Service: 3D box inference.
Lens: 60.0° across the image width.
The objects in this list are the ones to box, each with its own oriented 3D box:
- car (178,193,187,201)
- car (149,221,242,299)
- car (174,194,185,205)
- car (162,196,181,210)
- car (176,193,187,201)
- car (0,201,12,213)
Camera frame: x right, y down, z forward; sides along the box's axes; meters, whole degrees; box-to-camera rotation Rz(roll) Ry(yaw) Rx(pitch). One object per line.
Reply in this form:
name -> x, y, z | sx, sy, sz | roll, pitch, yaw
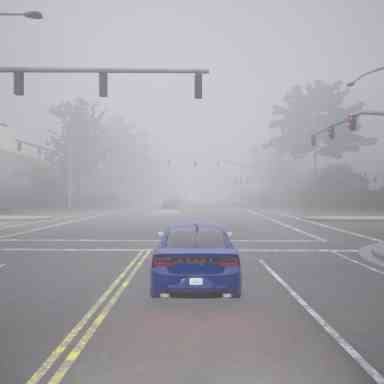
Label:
car -> -2.397, 1.225, 85.549 | 2.150, 2.045, 5.566 | 0, 0, 0
car -> 0.086, 1.478, 8.537 | 1.882, 1.535, 5.008 | 0, 0, 0
car -> -2.711, 1.565, 58.104 | 1.994, 1.385, 4.181 | 0, 0, 1
car -> -2.855, 1.601, 43.684 | 1.895, 1.301, 4.718 | 0, 0, 1
car -> -2.527, 1.225, 70.190 | 2.150, 2.045, 5.566 | 0, 0, 0
car -> -21.461, 1.564, 35.286 | 4.181, 1.385, 1.994 | 0, 0, 1
